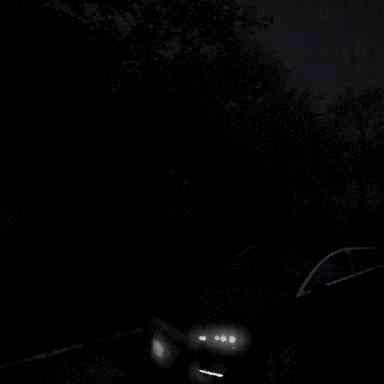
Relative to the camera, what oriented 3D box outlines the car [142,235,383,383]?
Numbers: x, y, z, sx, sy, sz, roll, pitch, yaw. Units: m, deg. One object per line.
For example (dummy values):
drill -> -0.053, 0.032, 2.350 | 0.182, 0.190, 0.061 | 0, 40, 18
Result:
car -> 1.625, 1.492, 5.152 | 4.902, 1.511, 2.128 | 0, 0, -35
